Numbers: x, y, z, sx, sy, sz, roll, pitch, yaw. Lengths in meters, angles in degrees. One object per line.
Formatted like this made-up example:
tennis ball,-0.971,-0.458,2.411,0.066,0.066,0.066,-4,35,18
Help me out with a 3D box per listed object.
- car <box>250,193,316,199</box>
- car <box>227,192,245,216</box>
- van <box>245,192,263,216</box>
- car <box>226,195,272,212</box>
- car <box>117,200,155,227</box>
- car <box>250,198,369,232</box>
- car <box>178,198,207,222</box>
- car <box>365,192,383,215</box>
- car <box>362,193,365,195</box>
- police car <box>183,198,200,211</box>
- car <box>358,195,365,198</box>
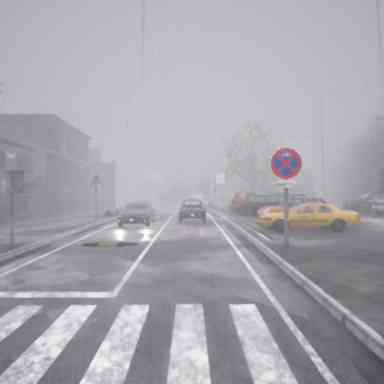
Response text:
car,6.263,1.129,20.606,4.553,1.767,2.185,0,0,-1
car,6.168,1.043,29.835,5.566,2.045,2.435,0,0,-1
van,6.320,1.035,23.644,4.442,1.987,1.878,0,0,-1
car,6.089,1.234,35.787,4.553,1.767,2.185,0,-1,-1
car,-3.411,1.316,21.042,1.837,1.490,4.892,0,0,0
car,6.074,1.258,17.686,5.366,1.575,1.946,0,0,-1
car,0.024,1.303,23.969,2.128,1.511,4.902,0,0,0
car,18.401,0.993,28.326,5.566,2.045,2.435,0,-1,-1
car,18.326,1.049,33.788,5.566,2.045,2.435,0,-1,-1
police car,-0.056,1.586,41.518,2.038,1.542,4.974,0,-2,0
car,18.386,1.272,31.116,4.892,1.521,2.231,0,-1,-1
